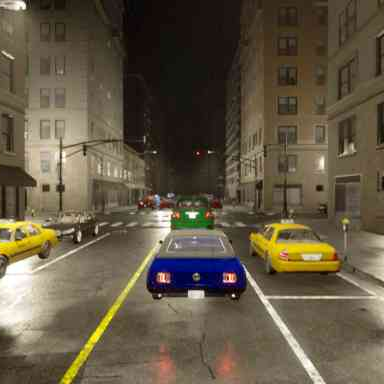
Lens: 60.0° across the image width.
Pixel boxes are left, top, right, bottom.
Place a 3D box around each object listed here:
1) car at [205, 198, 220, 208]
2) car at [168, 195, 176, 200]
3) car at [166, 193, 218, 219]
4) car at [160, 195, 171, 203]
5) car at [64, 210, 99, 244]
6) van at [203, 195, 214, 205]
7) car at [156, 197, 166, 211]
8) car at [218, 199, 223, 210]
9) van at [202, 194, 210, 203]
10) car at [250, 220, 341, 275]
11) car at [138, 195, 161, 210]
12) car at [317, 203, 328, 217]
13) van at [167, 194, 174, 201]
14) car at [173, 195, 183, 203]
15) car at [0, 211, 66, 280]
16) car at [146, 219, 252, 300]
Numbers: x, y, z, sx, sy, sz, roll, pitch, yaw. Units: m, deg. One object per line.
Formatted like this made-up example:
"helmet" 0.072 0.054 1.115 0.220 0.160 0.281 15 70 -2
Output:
"car" 2.908 1.580 47.907 1.947 1.339 4.313 0 0 0
"car" -5.570 1.587 91.927 2.008 1.369 4.403 0 0 0
"car" 0.020 1.223 18.104 2.150 2.045 5.566 0 0 0
"car" -5.594 1.465 69.922 1.967 1.590 4.097 0 0 0
"car" -5.652 1.552 15.641 2.008 1.369 4.403 0 0 0
"van" 2.920 1.360 58.910 1.690 1.788 3.998 0 0 0
"car" -3.055 1.612 41.602 1.895 1.301 4.718 0 0 0
"car" 2.902 1.556 42.405 1.887 1.381 4.507 0 0 0
"van" 2.932 1.366 69.912 1.690 1.788 3.998 0 0 0
"car" 2.867 1.525 10.276 1.752 1.417 4.829 0 0 0
"car" -5.624 1.326 42.415 2.192 1.841 5.009 0 0 0
"car" 13.056 1.443 27.737 4.902 1.511 2.128 0 0 2
"van" -5.576 1.374 86.427 1.690 1.788 3.998 0 0 0
"car" -2.925 1.502 69.504 1.882 1.535 5.008 0 0 0
"car" -5.658 1.525 9.946 1.752 1.417 4.829 0 0 0
"car" 0.092 1.601 8.338 1.895 1.301 4.718 0 0 0
